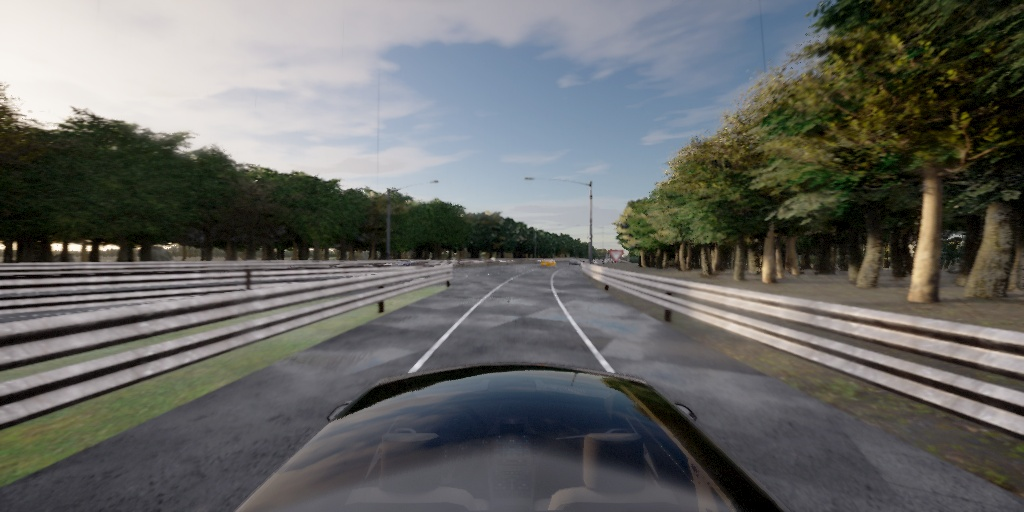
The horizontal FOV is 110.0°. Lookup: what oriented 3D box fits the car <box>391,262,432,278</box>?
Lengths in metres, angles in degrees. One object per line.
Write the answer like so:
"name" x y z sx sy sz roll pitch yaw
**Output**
"car" -8.550 1.221 29.716 1.812 1.442 4.674 0 0 24
